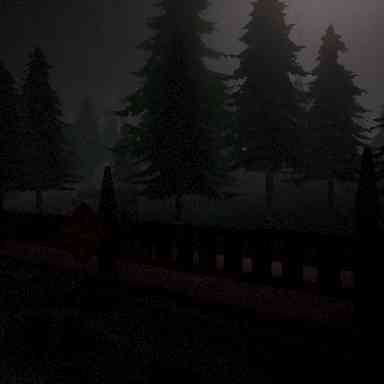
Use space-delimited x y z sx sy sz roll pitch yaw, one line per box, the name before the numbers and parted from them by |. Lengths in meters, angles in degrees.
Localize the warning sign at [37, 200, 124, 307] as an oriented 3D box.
warning sign | -2.226 1.115 6.747 1.060 1.860 1.300 0 0 36
